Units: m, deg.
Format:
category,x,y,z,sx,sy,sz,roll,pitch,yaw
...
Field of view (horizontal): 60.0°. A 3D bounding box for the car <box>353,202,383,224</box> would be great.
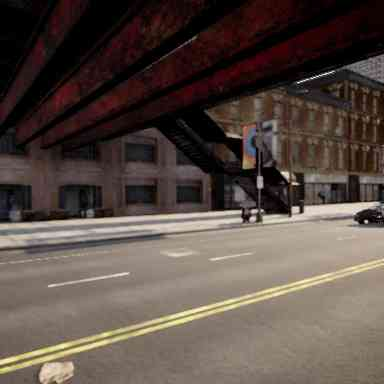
category,x,y,z,sx,sy,sz,roll,pitch,yaw
car,12.883,1.403,22.042,5.357,1.411,2.033,0,0,-36
